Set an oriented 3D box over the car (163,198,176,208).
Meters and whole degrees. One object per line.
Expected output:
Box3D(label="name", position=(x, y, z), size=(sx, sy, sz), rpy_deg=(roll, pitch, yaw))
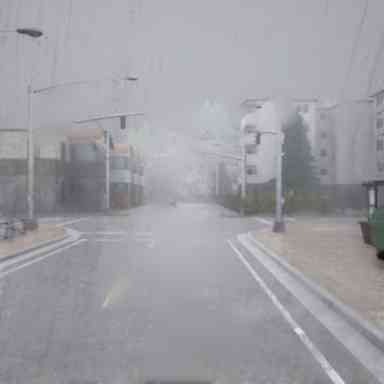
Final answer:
Box3D(label="car", position=(-3.566, 1.735, 52.818), size=(1.882, 1.535, 5.008), rpy_deg=(0, -1, 0))
